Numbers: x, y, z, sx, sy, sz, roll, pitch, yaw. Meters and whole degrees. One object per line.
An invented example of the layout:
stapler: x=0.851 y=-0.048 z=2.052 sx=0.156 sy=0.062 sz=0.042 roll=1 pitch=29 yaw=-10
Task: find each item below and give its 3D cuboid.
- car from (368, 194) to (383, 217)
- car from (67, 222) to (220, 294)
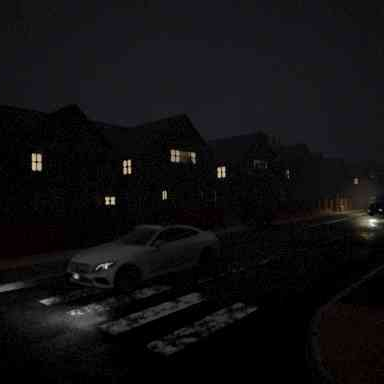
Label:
car: x=17.667 y=1.144 z=29.964 sx=2.150 sy=2.045 sz=5.566 roll=-2 pitch=-1 yaw=42
car: x=-1.074 y=1.617 z=9.284 sx=1.812 sy=1.442 sz=4.674 roll=-2 pitch=-1 yaw=42
